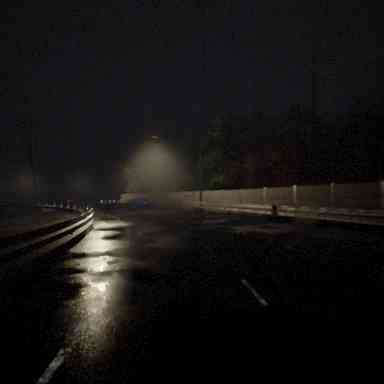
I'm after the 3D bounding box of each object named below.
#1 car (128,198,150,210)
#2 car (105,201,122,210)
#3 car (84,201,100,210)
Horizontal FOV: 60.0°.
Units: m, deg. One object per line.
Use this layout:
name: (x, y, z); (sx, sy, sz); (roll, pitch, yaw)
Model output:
car: (-9.346, 2.015, 58.186); (2.150, 2.045, 5.566); (0, -1, -32)
car: (-13.918, 2.318, 58.784); (2.128, 1.511, 4.902); (0, -1, -33)
car: (-17.535, 2.342, 57.943); (1.837, 1.490, 4.892); (1, -1, -33)
